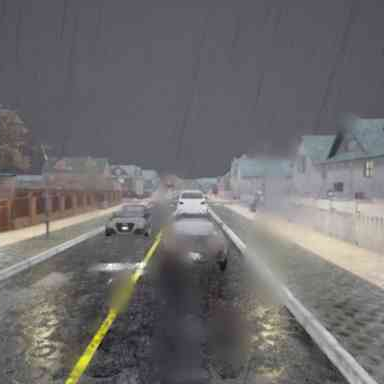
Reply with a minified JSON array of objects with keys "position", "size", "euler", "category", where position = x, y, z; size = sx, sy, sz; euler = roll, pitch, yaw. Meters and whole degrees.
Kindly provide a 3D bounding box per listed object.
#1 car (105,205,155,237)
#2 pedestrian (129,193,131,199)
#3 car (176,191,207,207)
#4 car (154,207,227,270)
[{"position":[-2.939,1.364,16.516],"size":[1.994,1.385,4.181],"euler":[0,1,0],"category":"car"},{"position":[-9.971,0.618,53.646],"size":[0.500,1.100,0.500],"euler":[0,1,1],"category":"pedestrian"},{"position":[-0.039,0.907,26.115],"size":[2.150,2.045,5.566],"euler":[0,1,-1],"category":"car"},{"position":[0.038,1.398,10.478],"size":[1.812,1.442,4.674],"euler":[0,0,0],"category":"car"}]
